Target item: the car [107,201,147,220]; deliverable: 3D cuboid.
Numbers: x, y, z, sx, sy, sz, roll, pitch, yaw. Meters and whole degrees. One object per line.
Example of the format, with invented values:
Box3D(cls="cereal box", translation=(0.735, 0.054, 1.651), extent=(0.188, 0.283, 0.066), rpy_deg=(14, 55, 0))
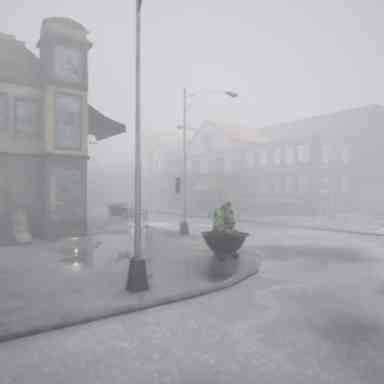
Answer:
Box3D(cls="car", translation=(-5.607, 1.529, 28.324), extent=(2.128, 1.511, 4.902), rpy_deg=(0, 0, -36))
